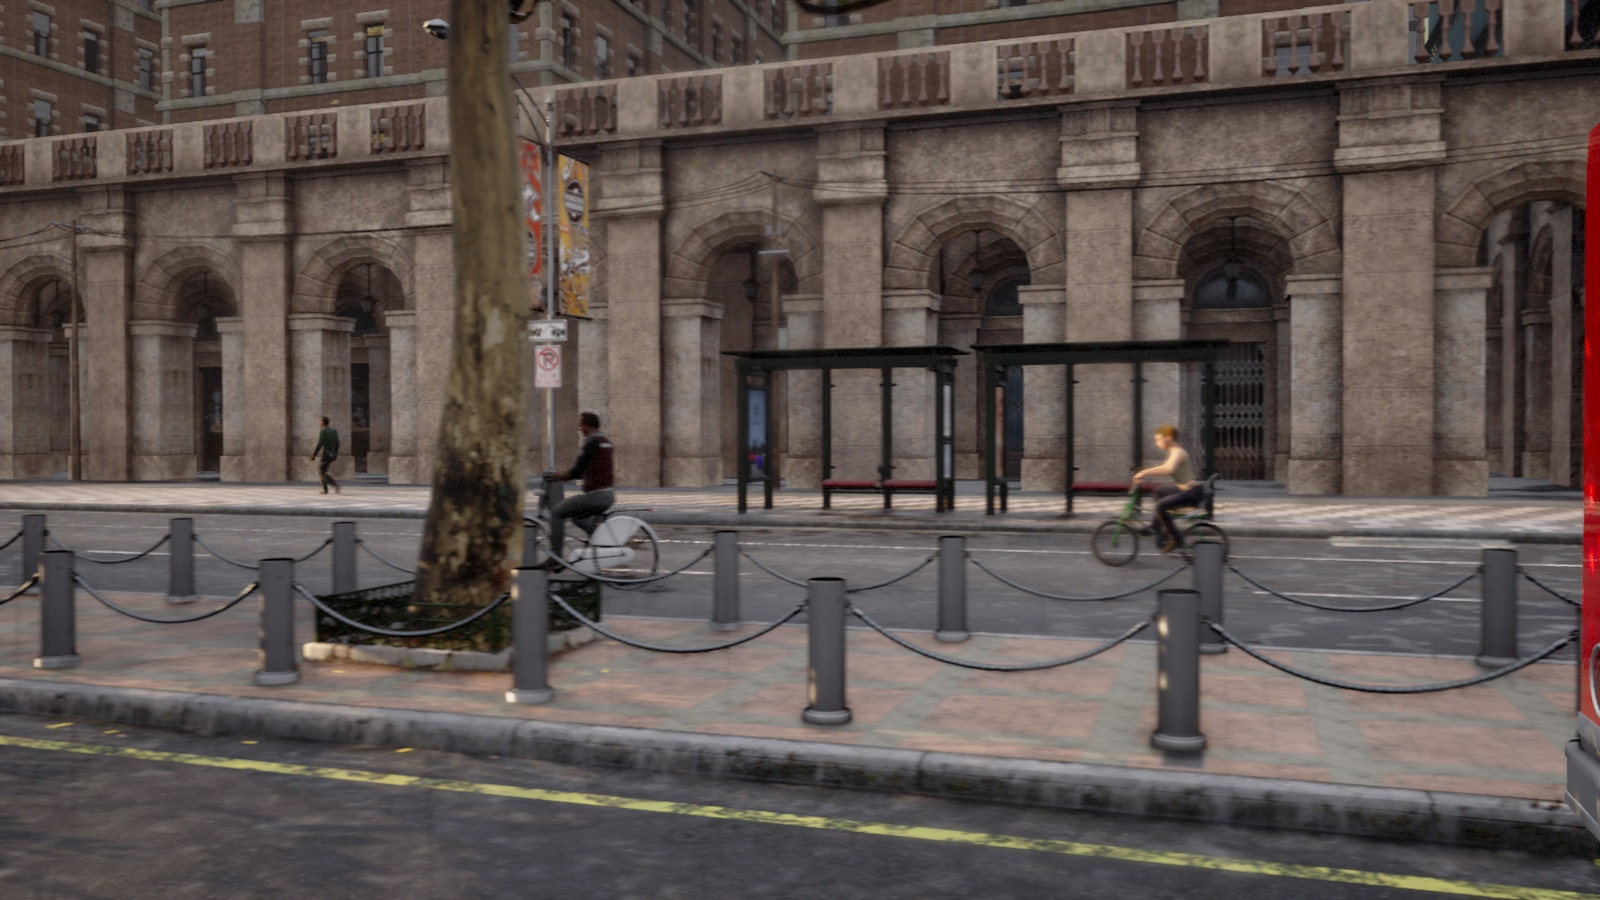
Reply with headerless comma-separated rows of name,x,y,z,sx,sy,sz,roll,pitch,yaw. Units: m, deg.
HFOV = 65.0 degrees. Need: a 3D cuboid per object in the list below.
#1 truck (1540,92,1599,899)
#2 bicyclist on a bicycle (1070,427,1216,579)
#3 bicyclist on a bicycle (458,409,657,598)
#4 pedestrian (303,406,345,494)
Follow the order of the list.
truck,4.308,0.328,1.737,5.204,2.467,2.627,1,1,19
bicyclist on a bicycle,3.844,0.553,14.024,1.509,1.612,0.866,1,1,19
bicyclist on a bicycle,-2.402,0.489,12.438,1.843,1.776,0.659,1,1,19
pedestrian,-10.642,-0.006,28.064,0.788,1.949,0.423,1,1,19
